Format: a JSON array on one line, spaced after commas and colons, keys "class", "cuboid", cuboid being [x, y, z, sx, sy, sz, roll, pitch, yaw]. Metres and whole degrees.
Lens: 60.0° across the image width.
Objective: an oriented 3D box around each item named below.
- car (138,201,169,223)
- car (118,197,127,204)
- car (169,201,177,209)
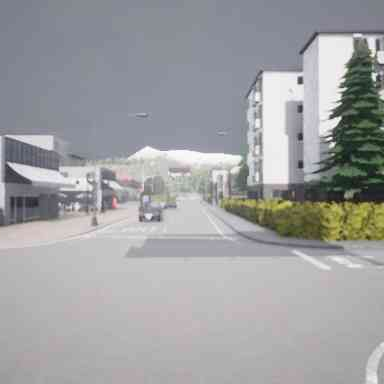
[{"class": "car", "cuboid": [-3.509, 1.825, 29.311, 2.128, 1.511, 4.902, 0, -1, 0]}, {"class": "car", "cuboid": [-18.952, 2.515, 90.258, 2.007, 1.523, 4.514, 0, -1, 0]}, {"class": "car", "cuboid": [-3.518, 2.207, 56.125, 1.994, 1.385, 4.181, 0, -1, 0]}]
